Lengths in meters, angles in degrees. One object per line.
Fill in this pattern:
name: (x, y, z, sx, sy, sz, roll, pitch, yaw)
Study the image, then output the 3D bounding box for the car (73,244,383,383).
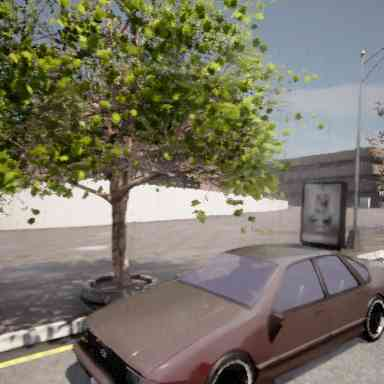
car: (1.179, 1.542, 4.910, 5.357, 1.411, 2.033, 0, 0, -37)

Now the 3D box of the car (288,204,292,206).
car: (18.944, 2.813, 69.824, 2.128, 1.511, 4.902, 6, -5, -25)
